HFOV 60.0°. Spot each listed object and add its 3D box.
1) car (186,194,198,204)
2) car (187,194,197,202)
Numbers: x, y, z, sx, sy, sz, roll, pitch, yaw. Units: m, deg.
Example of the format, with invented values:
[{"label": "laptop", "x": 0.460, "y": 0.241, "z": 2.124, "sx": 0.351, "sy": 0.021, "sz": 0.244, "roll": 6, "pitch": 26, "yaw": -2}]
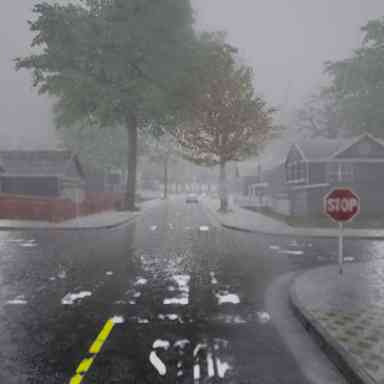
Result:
[{"label": "car", "x": -0.011, "y": 1.289, "z": 57.491, "sx": 1.994, "sy": 1.385, "sz": 4.181, "roll": 0, "pitch": 0, "yaw": 0}, {"label": "car", "x": -0.013, "y": 1.205, "z": 67.496, "sx": 1.812, "sy": 1.442, "sz": 4.674, "roll": 0, "pitch": 0, "yaw": 0}]
